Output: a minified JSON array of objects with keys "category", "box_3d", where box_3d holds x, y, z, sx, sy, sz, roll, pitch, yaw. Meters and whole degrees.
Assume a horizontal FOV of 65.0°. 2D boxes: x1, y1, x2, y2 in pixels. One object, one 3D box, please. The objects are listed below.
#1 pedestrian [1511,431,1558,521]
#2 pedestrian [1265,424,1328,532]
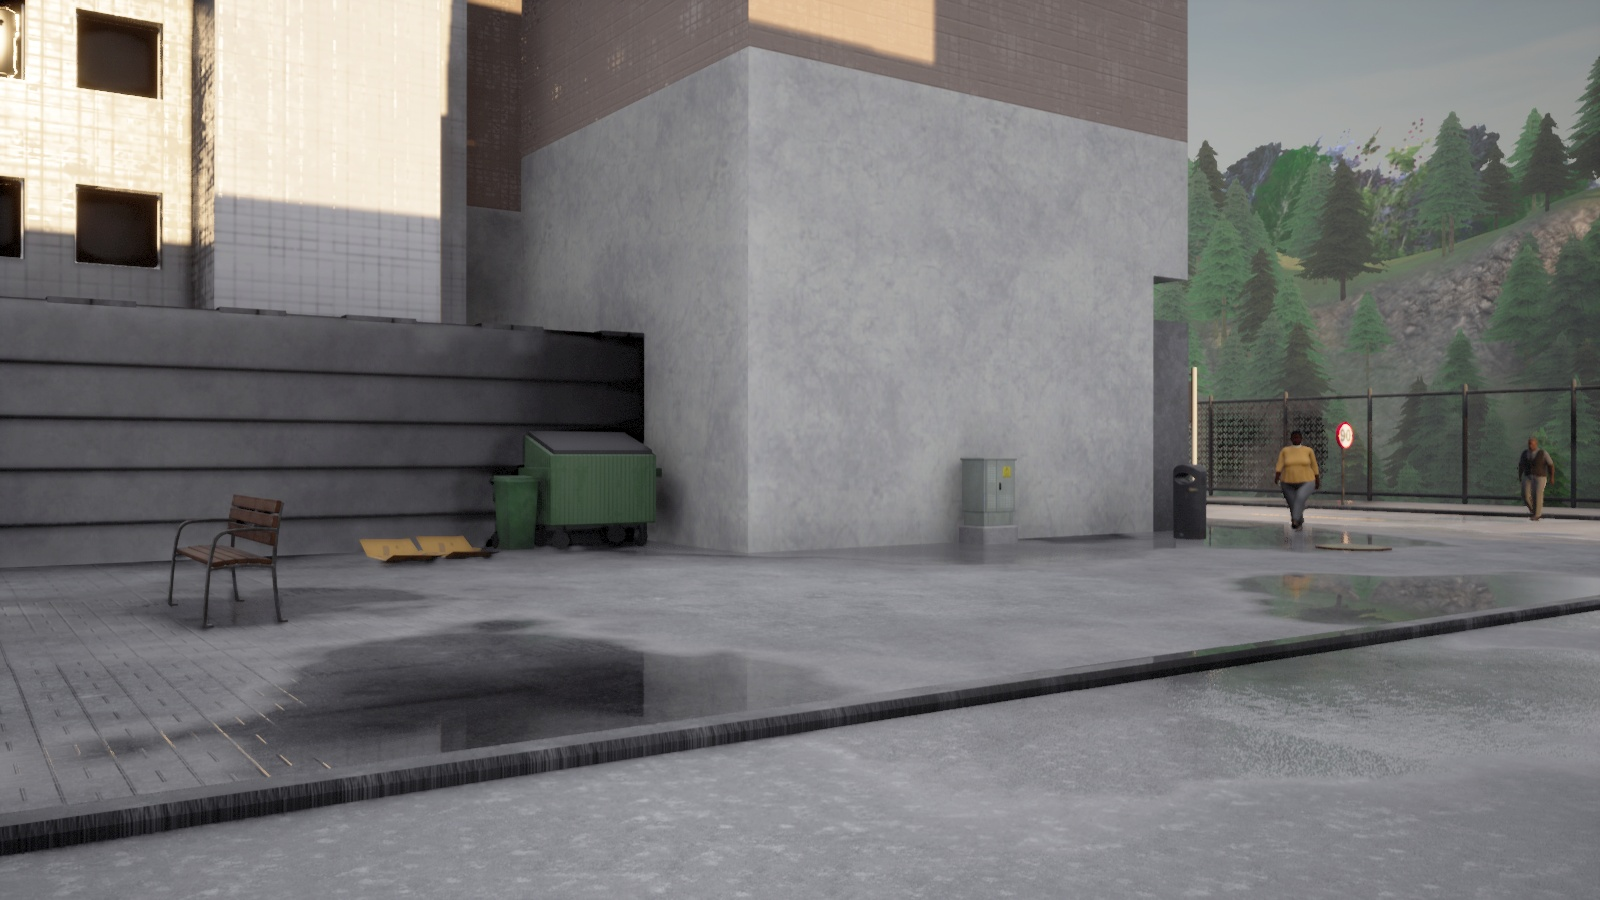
[{"category":"pedestrian","box_3d":[15.766,0.548,26.958,0.849,1.883,0.563,0,0,-35]},{"category":"pedestrian","box_3d":[8.754,0.481,22.124,0.874,1.855,0.900,0,0,32]}]
